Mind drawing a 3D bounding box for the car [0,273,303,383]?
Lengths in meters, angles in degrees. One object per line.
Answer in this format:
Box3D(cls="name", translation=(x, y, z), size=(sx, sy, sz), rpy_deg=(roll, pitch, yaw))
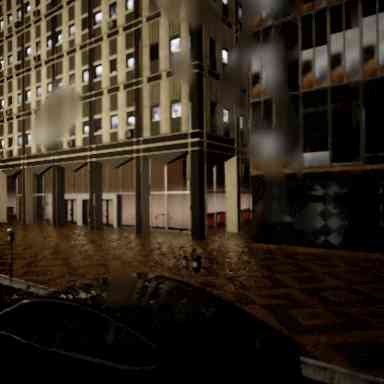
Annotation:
Box3D(cls="car", translation=(-1.018, 1.597, 3.600), size=(4.313, 1.339, 1.947), rpy_deg=(-1, -1, 35))
